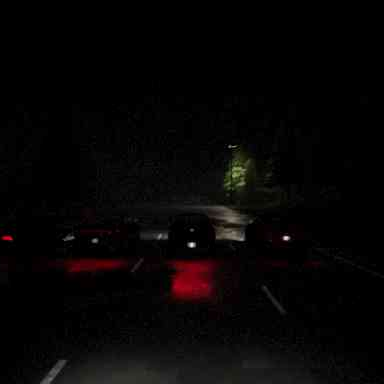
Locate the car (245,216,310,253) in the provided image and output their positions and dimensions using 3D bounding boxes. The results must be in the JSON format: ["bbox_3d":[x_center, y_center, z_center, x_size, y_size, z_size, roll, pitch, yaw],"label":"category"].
[{"bbox_3d":[3.499,1.702,14.344,1.994,1.385,4.181,0,0,0],"label":"car"}]

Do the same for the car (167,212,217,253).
[{"bbox_3d":[0.000,1.644,14.313,1.837,1.490,4.892,0,0,0],"label":"car"}]

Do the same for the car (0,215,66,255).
[{"bbox_3d":[-7.002,1.681,13.990,2.033,1.411,5.357,0,-1,0],"label":"car"}]

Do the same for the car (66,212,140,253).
[{"bbox_3d":[-3.499,1.616,14.486,1.882,1.535,5.008,0,0,0],"label":"car"}]
